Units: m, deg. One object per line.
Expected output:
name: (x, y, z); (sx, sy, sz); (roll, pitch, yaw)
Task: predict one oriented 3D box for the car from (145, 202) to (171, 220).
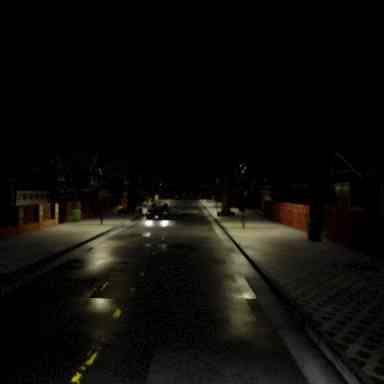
car: (-2.786, 1.564, 28.736); (2.033, 1.411, 5.357); (0, 0, 0)
